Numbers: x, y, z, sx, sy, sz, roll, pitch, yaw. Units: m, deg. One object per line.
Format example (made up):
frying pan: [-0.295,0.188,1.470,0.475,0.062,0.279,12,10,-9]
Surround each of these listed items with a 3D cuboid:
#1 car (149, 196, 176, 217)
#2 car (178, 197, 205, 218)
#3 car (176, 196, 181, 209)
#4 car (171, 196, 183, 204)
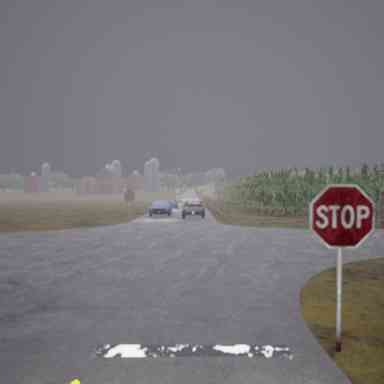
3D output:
car: [-2.833,1.428,30.983,1.882,1.535,5.008,0,0,0]
car: [0.119,1.445,29.162,2.128,1.511,4.902,0,0,0]
car: [-2.815,1.483,42.954,1.994,1.385,4.181,0,0,0]
car: [-2.748,1.465,61.637,1.895,1.301,4.718,0,0,1]
